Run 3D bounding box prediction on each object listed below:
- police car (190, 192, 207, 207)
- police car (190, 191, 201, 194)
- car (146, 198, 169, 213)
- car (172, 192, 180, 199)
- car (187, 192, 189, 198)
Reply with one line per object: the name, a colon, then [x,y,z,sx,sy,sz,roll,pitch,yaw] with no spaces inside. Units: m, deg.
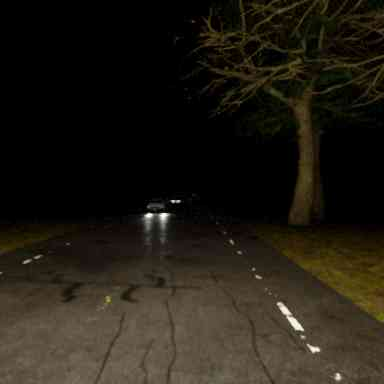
police car: [1.044,1.187,47.466,1.930,1.638,5.238,0,0,0]
police car: [1.017,1.101,57.472,1.930,1.638,5.238,0,1,0]
car: [-3.596,1.376,34.651,1.812,1.442,4.674,0,0,0]
car: [-3.650,0.721,76.047,2.128,1.511,4.902,0,1,0]
car: [-0.199,0.801,81.481,2.128,1.511,4.902,0,1,-1]
